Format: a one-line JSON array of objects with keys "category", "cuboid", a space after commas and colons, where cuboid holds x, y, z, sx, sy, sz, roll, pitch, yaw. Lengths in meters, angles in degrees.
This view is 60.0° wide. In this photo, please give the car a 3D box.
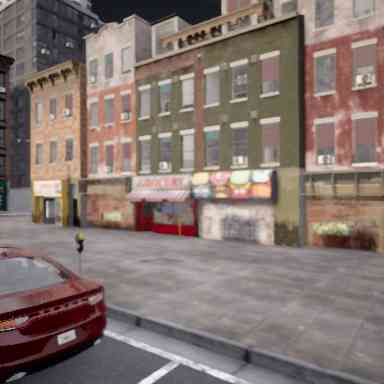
[{"category": "car", "cuboid": [-3.263, 1.538, 5.146, 4.507, 1.381, 1.887, 0, 0, 36]}]
